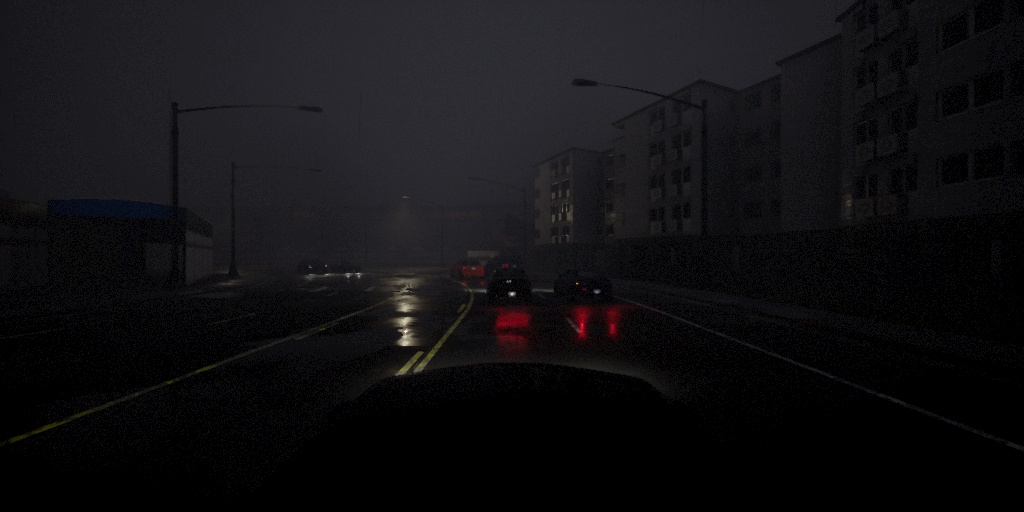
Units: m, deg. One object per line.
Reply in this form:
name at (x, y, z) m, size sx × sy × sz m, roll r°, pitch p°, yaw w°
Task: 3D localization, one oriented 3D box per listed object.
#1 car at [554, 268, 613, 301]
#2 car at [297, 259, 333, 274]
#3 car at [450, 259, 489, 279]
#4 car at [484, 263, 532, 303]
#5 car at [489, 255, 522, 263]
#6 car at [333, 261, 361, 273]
car at (3.267, 1.266, 16.983) m, size 1.812 × 1.442 × 4.674 m, roll 0°, pitch 0°, yaw -5°
car at (-22.355, 1.109, 40.149) m, size 4.553 × 1.767 × 2.097 m, roll 0°, pitch 0°, yaw 43°
car at (-4.020, 1.081, 31.633) m, size 2.097 × 1.767 × 4.553 m, roll 0°, pitch 0°, yaw -23°
car at (-0.218, 1.250, 16.657) m, size 1.837 × 1.490 × 4.892 m, roll 0°, pitch 0°, yaw -5°
car at (-0.825, 0.971, 33.065) m, size 2.150 × 2.045 × 5.566 m, roll 0°, pitch 0°, yaw -23°
car at (-19.939, 1.304, 42.682) m, size 5.357 × 1.411 × 2.033 m, roll 0°, pitch 0°, yaw 43°
